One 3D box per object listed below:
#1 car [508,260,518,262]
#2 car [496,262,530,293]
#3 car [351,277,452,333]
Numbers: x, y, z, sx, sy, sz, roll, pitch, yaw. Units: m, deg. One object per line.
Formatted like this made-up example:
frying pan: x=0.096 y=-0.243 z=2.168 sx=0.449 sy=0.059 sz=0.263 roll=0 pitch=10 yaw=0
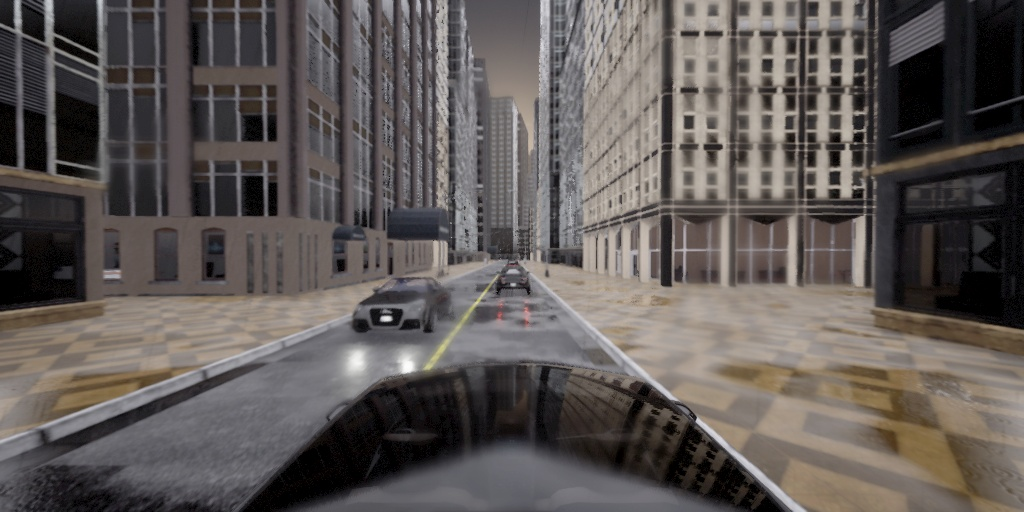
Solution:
car: x=0.091 y=1.305 z=45.928 sx=1.837 sy=1.490 sz=4.892 roll=0 pitch=0 yaw=0
car: x=0.077 y=1.289 z=20.584 sx=1.812 sy=1.442 sz=4.674 roll=0 pitch=0 yaw=0
car: x=-3.013 y=1.319 z=10.596 sx=1.994 sy=1.385 sz=4.181 roll=0 pitch=0 yaw=0
